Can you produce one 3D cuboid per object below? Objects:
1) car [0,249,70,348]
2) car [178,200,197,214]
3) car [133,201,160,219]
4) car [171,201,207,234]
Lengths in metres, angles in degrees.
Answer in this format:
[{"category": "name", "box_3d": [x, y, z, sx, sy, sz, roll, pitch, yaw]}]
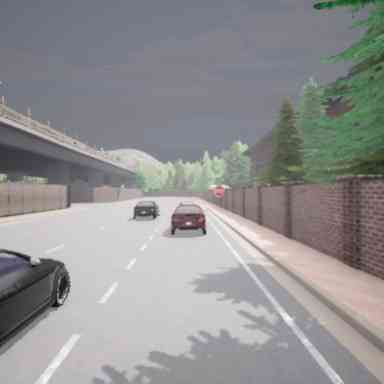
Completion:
[{"category": "car", "box_3d": [-3.544, 1.579, 5.319, 1.994, 1.385, 4.181, 0, 0, 0]}, {"category": "car", "box_3d": [-0.484, 1.573, 35.587, 1.895, 1.301, 4.718, 0, 0, -1]}, {"category": "car", "box_3d": [-3.870, 1.475, 28.890, 1.882, 1.535, 5.008, 0, 0, -1]}, {"category": "car", "box_3d": [-0.207, 1.463, 19.185, 1.882, 1.535, 5.008, 0, -1, -1]}]
